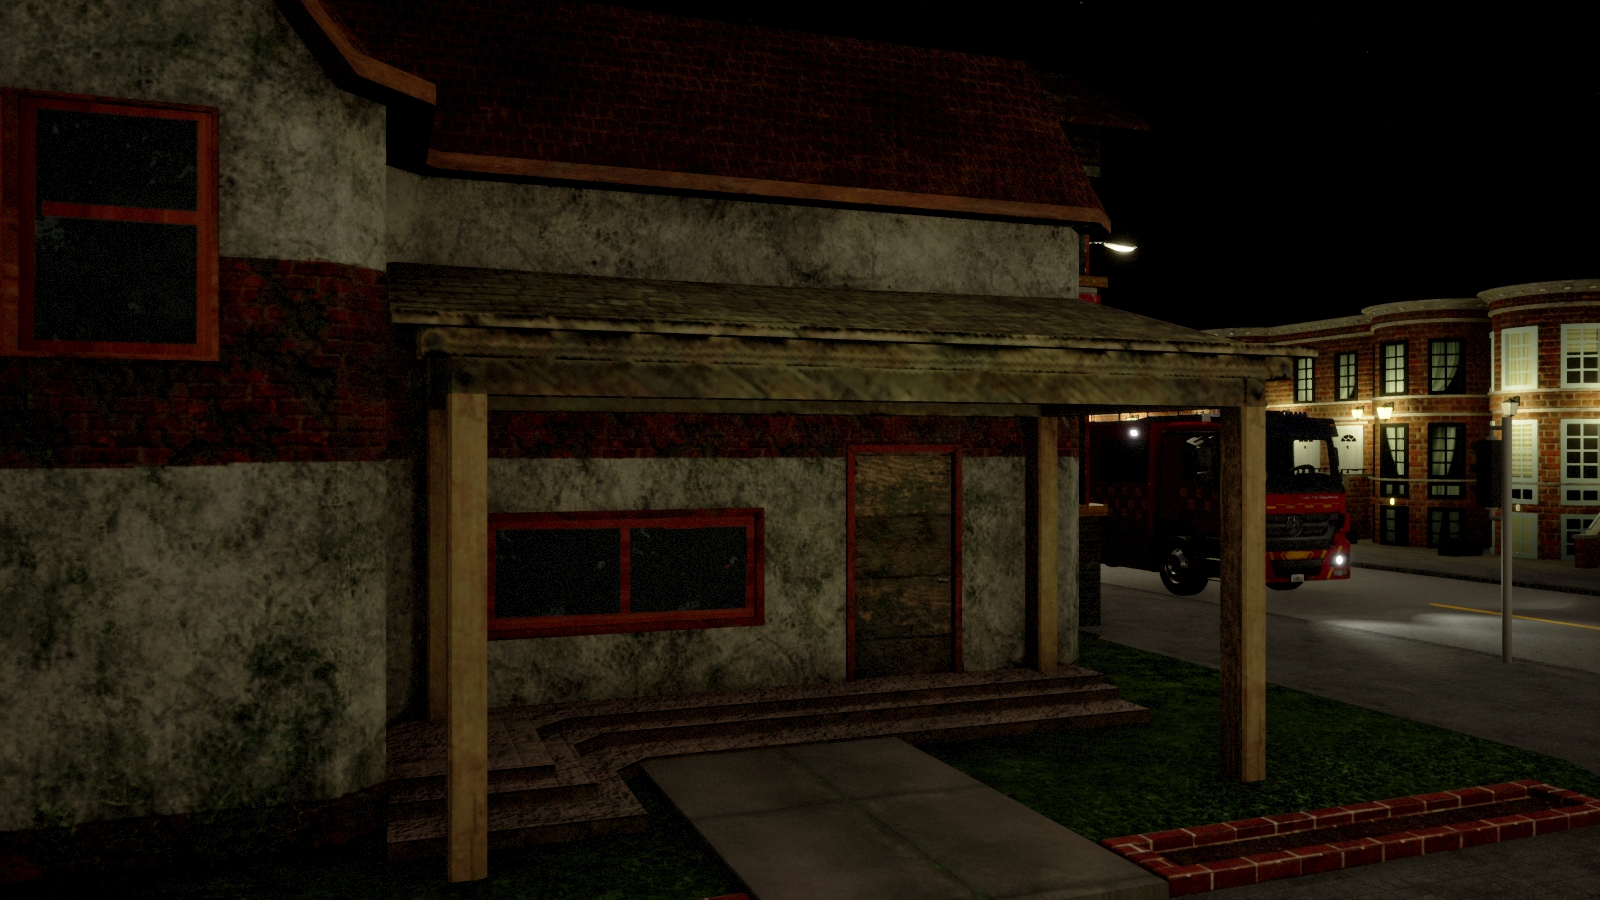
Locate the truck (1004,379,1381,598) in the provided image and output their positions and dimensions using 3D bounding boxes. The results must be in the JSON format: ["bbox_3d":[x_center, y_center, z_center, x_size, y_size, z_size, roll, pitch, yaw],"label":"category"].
[{"bbox_3d":[7.818,0.670,24.411,2.891,3.827,8.468,0,0,-20],"label":"truck"}]
